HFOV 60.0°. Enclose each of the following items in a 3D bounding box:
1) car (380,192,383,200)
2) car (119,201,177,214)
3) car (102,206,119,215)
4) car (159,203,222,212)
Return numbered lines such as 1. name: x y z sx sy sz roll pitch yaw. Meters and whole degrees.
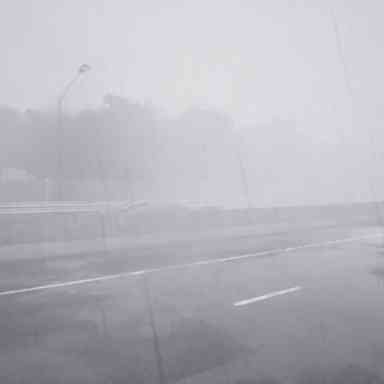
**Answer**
1. car: 33.553 0.258 55.250 5.566 2.045 2.150 -2 1 -36
2. car: -2.326 1.460 23.729 4.902 1.511 2.128 0 0 -35
3. car: -4.647 1.460 26.375 4.902 1.511 2.128 0 0 -35
4. car: 0.571 1.566 21.479 4.718 1.301 1.895 0 0 -35
